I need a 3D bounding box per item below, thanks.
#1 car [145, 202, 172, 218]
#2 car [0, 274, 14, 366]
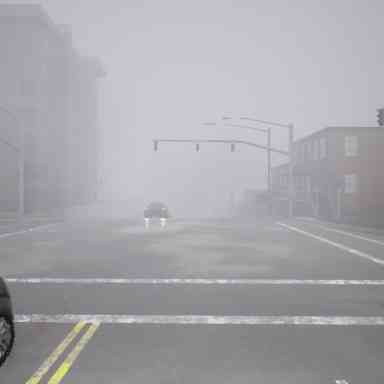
[{"bbox_3d":[-3.587,1.838,34.348,2.097,1.767,4.553,0,-4,0],"label":"car"},{"bbox_3d":[-3.513,1.352,2.608,2.097,1.767,4.553,0,0,2],"label":"car"}]
